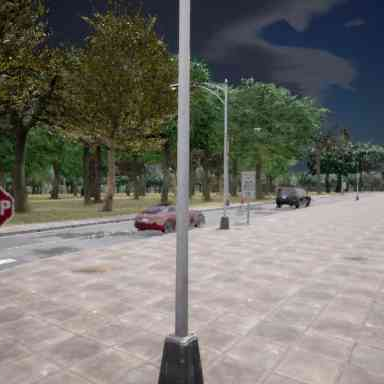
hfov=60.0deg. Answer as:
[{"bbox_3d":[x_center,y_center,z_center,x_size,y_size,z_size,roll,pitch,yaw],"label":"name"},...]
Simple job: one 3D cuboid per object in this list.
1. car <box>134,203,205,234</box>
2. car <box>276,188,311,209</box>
[{"bbox_3d":[-1.099,1.289,17.681,1.994,1.385,4.181,1,2,35],"label":"car"},{"bbox_3d":[10.331,0.591,33.714,2.150,2.045,5.566,1,2,35],"label":"car"}]
